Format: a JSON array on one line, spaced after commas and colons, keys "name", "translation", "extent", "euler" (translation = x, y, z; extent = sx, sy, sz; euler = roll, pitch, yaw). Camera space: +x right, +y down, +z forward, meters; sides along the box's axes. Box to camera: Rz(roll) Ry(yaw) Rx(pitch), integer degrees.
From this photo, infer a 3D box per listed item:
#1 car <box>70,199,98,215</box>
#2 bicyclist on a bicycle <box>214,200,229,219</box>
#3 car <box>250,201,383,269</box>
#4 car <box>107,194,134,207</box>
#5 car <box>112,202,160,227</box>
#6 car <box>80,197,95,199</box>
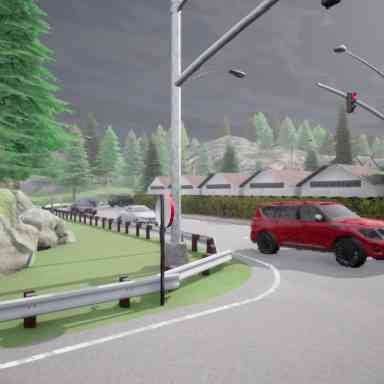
[{"name": "car", "translation": [-11.566, 1.755, 35.414], "extent": [1.994, 1.385, 4.181], "euler": [0, 0, -33]}, {"name": "bicyclist on a bicycle", "translation": [2.525, 1.493, 28.091], "extent": [1.656, 1.620, 0.582], "euler": [0, 0, -35]}, {"name": "car", "translation": [4.561, 1.346, 12.131], "extent": [2.150, 2.045, 5.566], "euler": [0, -3, -35]}, {"name": "car", "translation": [-10.955, 1.397, 53.198], "extent": [2.150, 2.045, 5.566], "euler": [0, 0, 33]}, {"name": "car", "translation": [-3.884, 1.717, 24.197], "extent": [1.812, 1.442, 4.674], "euler": [0, 0, -35]}, {"name": "car", "translation": [-16.278, 1.548, 50.671], "extent": [2.097, 1.767, 4.553], "euler": [0, 0, 18]}]
